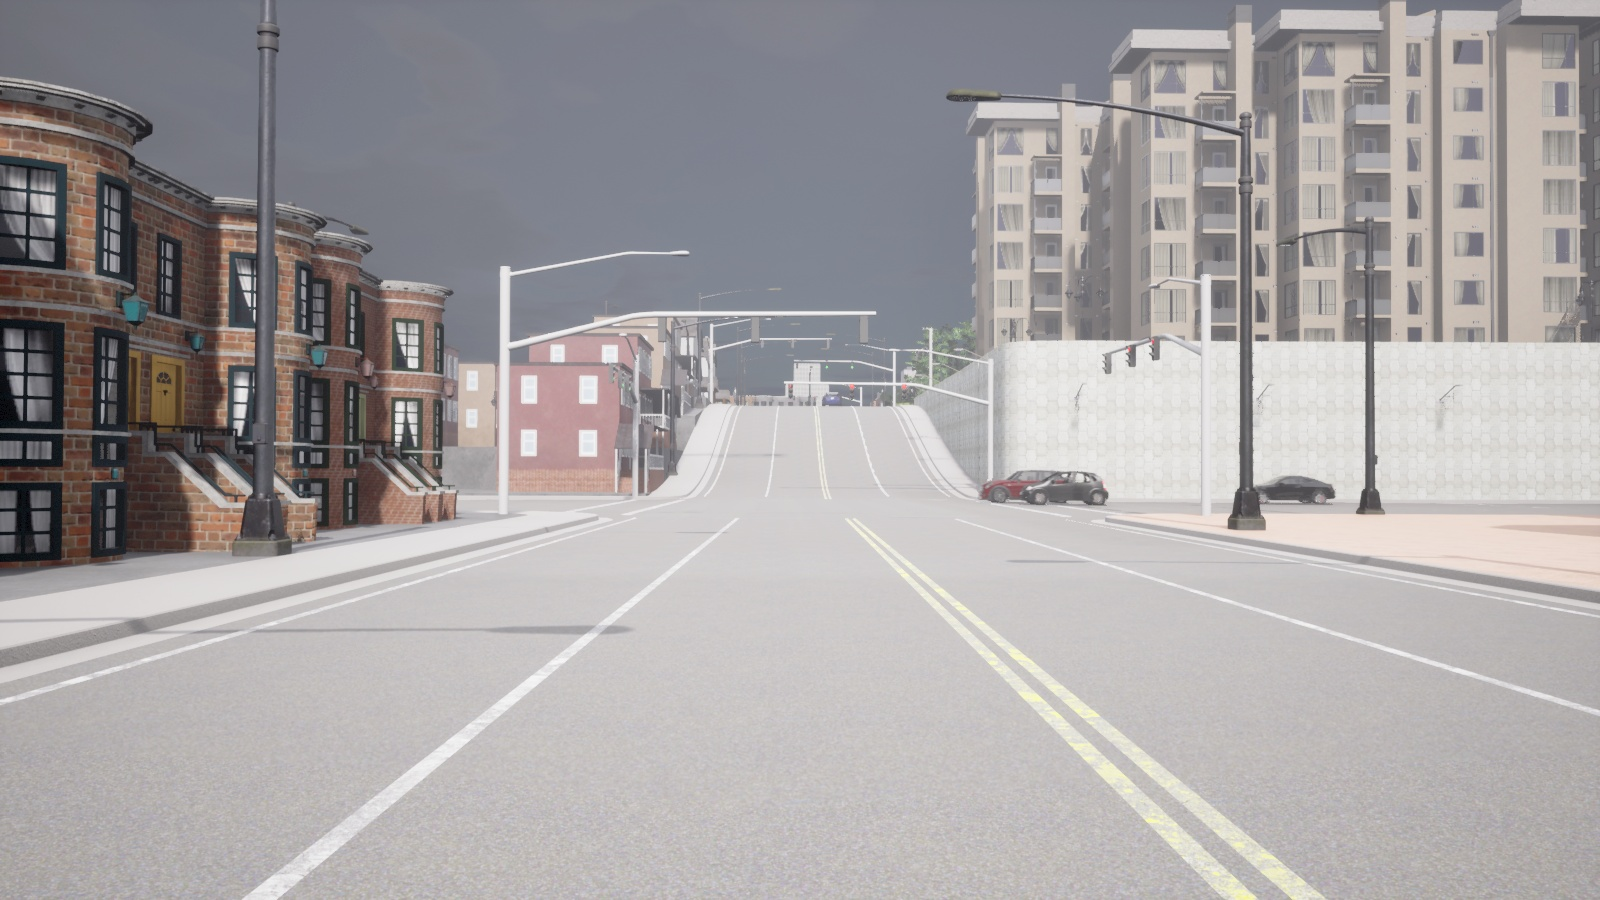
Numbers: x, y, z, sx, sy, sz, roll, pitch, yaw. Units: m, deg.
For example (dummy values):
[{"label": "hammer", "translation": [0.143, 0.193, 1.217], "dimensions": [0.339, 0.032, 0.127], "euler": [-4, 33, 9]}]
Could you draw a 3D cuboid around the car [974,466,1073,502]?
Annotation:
[{"label": "car", "translation": [11.045, 1.673, 62.246], "dimensions": [4.553, 1.767, 2.097], "euler": [0, -1, 0]}]

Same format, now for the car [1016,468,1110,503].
[{"label": "car", "translation": [12.264, 1.649, 58.745], "dimensions": [3.988, 1.617, 1.851], "euler": [0, -1, 0]}]

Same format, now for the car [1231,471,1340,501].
[{"label": "car", "translation": [24.013, 1.788, 62.232], "dimensions": [4.674, 1.442, 1.812], "euler": [0, -1, 0]}]
